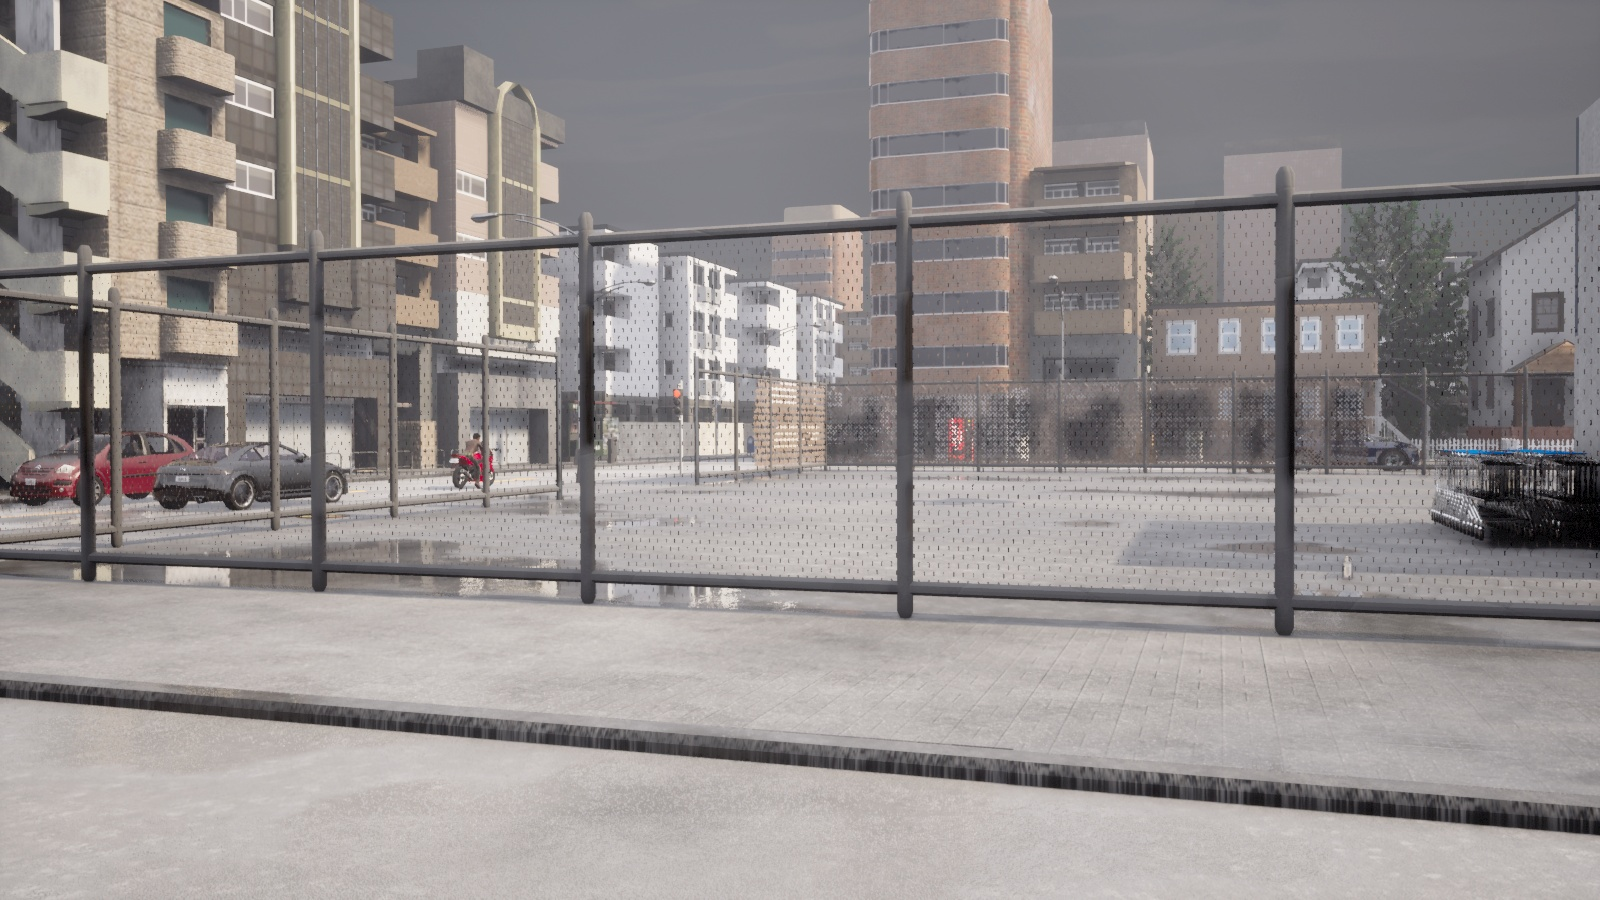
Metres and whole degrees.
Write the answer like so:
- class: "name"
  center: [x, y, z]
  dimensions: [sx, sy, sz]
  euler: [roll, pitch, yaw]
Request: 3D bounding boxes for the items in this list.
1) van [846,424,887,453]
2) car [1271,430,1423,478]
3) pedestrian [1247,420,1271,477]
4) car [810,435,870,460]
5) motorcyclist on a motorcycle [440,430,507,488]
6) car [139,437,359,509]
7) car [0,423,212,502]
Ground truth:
- class: "van"
  center: [4.679, -0.807, 87.688]
  dimensions: [1.775, 1.987, 4.442]
  euler: [1, 1, 19]
- class: "car"
  center: [19.504, 0.109, 44.994]
  dimensions: [4.856, 1.649, 2.033]
  euler: [1, 1, 20]
- class: "pedestrian"
  center: [14.958, -0.063, 40.921]
  dimensions: [0.703, 1.840, 0.431]
  euler: [1, 1, 24]
- class: "car"
  center: [2.214, -0.152, 67.939]
  dimensions: [1.895, 1.301, 4.718]
  euler: [1, 1, 19]
- class: "motorcyclist on a motorcycle"
  center: [-8.945, 0.223, 34.468]
  dimensions: [0.797, 1.523, 2.044]
  euler: [1, 1, 19]
- class: "car"
  center: [-11.558, 0.420, 26.662]
  dimensions: [1.994, 1.385, 4.181]
  euler: [1, 1, 18]
- class: "car"
  center: [-15.348, 0.220, 27.950]
  dimensions: [1.851, 1.617, 3.988]
  euler: [1, 1, 18]
